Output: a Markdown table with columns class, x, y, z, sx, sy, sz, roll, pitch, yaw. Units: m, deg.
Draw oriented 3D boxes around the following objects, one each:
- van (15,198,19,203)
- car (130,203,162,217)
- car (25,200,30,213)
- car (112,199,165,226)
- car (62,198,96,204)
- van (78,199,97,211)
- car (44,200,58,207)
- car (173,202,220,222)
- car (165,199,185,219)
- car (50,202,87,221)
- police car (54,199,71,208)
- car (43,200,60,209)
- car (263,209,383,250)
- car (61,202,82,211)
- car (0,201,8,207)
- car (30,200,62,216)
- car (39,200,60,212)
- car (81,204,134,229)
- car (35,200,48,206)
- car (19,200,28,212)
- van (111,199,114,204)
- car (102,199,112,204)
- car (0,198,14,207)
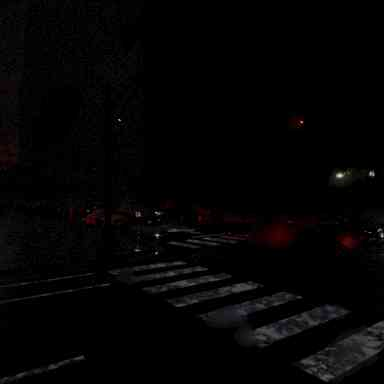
| class | x | y | z | sx | sy | sz | roll | pitch | yaw |
| --- | --- | --- | --- | --- | --- | --- | --- | --- | --- |
| van | -26.190 | 2.123 | 52.399 | 1.690 | 1.788 | 3.998 | -1 | 0 | -35 |
| car | -5.302 | 2.005 | 37.751 | 1.802 | 1.307 | 4.206 | -1 | 0 | -35 |
| car | -20.526 | 2.196 | 44.434 | 1.887 | 1.381 | 4.507 | -1 | 0 | -35 |
| car | -4.317 | 1.665 | 26.245 | 2.097 | 1.767 | 4.553 | 0 | -1 | -33 |
| car | -12.787 | 1.730 | 38.168 | 2.150 | 2.045 | 5.566 | 0 | 0 | -35 |
| van | -17.074 | 2.038 | 54.352 | 1.690 | 1.788 | 3.998 | -1 | 0 | -35 |
| car | -31.735 | 2.596 | 74.929 | 1.947 | 1.339 | 4.313 | -1 | 0 | -35 |
| car | 0.581 | 1.830 | 29.450 | 1.887 | 1.381 | 4.507 | -1 | 0 | -35 |
| car | -2.366 | 1.669 | 33.601 | 2.192 | 1.841 | 5.009 | -1 | 0 | -35 |
| car | -12.036 | 2.005 | 32.485 | 2.008 | 1.369 | 4.403 | -1 | 0 | -35 |
| police car | -25.460 | 2.308 | 65.428 | 1.930 | 1.638 | 5.238 | 0 | -1 | -35 |
| car | -26.886 | 2.388 | 63.522 | 1.837 | 1.490 | 4.892 | 0 | -1 | -35 |
| car | 5.531 | 1.513 | 14.532 | 4.892 | 1.490 | 1.837 | -1 | 0 | 39 |
| car | -19.125 | 2.269 | 52.605 | 1.994 | 1.385 | 4.181 | 0 | -1 | -36 |
| car | -44.407 | 2.771 | 78.045 | 1.802 | 1.307 | 4.206 | -1 | 0 | -35 |
| car | -17.701 | 1.901 | 40.451 | 2.192 | 1.841 | 5.009 | -1 | 0 | -35 |
| car | -22.151 | 2.085 | 51.506 | 2.097 | 1.767 | 4.553 | 0 | -1 | -35 |
| car | -6.279 | 1.844 | 24.381 | 1.752 | 1.417 | 4.829 | -1 | 0 | -35 |
| car | -37.762 | 2.711 | 83.411 | 2.008 | 1.369 | 4.403 | -1 | 0 | -35 |
| car | -23.358 | 2.157 | 48.416 | 1.967 | 1.590 | 4.097 | -1 | 0 | -35 |
| van | -8.249 | 1.833 | 41.901 | 1.690 | 1.788 | 3.998 | -1 | 0 | -35 |
| car | -11.191 | 1.876 | 46.051 | 2.192 | 1.841 | 5.009 | -1 | 0 | -35 |
| car | -41.294 | 2.667 | 73.662 | 1.887 | 1.381 | 4.507 | -1 | 0 | -35 |
